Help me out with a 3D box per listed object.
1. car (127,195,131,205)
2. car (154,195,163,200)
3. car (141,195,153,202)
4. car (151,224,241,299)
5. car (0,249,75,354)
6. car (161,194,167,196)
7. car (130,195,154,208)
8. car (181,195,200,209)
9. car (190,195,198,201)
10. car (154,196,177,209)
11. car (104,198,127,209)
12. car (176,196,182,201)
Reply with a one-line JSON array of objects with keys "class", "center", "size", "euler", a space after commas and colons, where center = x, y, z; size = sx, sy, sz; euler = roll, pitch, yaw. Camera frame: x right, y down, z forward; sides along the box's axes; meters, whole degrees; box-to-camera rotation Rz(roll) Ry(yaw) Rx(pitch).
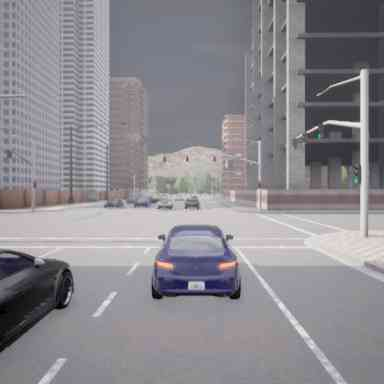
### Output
[{"class": "car", "center": [-10.395, 1.343, 58.953], "size": [2.097, 1.767, 4.553], "euler": [0, 0, 1]}, {"class": "car", "center": [-6.872, 1.592, 59.828], "size": [1.895, 1.301, 4.718], "euler": [0, 0, 1]}, {"class": "car", "center": [-10.051, 1.465, 73.953], "size": [1.882, 1.535, 5.008], "euler": [0, 0, 1]}, {"class": "car", "center": [0.093, 1.525, 8.296], "size": [1.812, 1.442, 4.674], "euler": [0, 0, 0]}, {"class": "car", "center": [-3.429, 1.563, 5.214], "size": [1.994, 1.385, 4.181], "euler": [0, 0, 1]}, {"class": "car", "center": [-6.538, 1.334, 74.651], "size": [2.097, 1.767, 4.553], "euler": [0, 0, 1]}, {"class": "car", "center": [-7.104, 1.471, 48.046], "size": [1.882, 1.535, 5.008], "euler": [0, 0, 1]}, {"class": "car", "center": [0.053, 1.485, 45.693], "size": [2.128, 1.511, 4.902], "euler": [0, 0, 1]}, {"class": "car", "center": [0.579, 1.513, 81.014], "size": [1.812, 1.442, 4.674], "euler": [0, 0, 1]}, {"class": "car", "center": [-3.476, 1.594, 44.137], "size": [1.895, 1.301, 4.718], "euler": [0, 0, 1]}, {"class": "car", "center": [-10.643, 1.557, 45.544], "size": [1.994, 1.385, 4.181], "euler": [0, 0, 1]}, {"class": "car", "center": [-2.951, 1.584, 79.385], "size": [1.895, 1.301, 4.718], "euler": [0, 0, 1]}]
